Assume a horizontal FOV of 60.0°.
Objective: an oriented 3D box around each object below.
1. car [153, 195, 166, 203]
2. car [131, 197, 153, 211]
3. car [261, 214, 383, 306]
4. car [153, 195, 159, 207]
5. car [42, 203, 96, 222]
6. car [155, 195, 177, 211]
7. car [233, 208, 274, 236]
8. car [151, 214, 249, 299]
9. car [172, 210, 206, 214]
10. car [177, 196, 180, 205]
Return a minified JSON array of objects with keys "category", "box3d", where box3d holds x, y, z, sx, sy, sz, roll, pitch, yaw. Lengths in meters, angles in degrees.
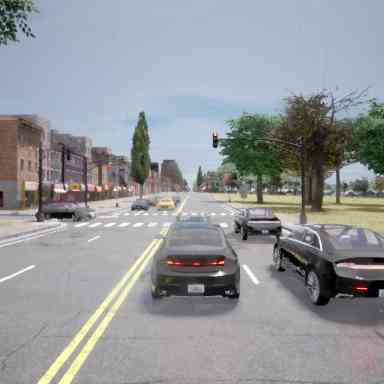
[{"category":"car","box3d":[-6.538,1.416,66.689,2.128,1.511,4.902,0,1,1]},{"category":"car","box3d":[-6.609,1.677,43.124,1.994,1.385,4.181,0,0,0]},{"category":"car","box3d":[3.328,1.515,8.065,2.128,1.511,4.902,0,0,0]},{"category":"car","box3d":[-6.605,1.591,53.489,2.033,1.411,5.357,0,0,0]},{"category":"car","box3d":[-10.109,1.633,27.076,4.902,1.511,2.128,0,0,20]},{"category":"car","box3d":[-3.357,1.588,43.704,1.882,1.535,5.008,0,0,1]},{"category":"car","box3d":[3.294,1.577,17.275,2.128,1.511,4.902,0,0,0]},{"category":"car","box3d":[0.080,1.531,8.506,1.837,1.490,4.892,0,0,0]},{"category":"car","box3d":[0.048,1.690,17.811,1.895,1.301,4.718,0,0,0]},{"category":"car","box3d":[-3.352,1.606,53.617,1.994,1.385,4.181,0,1,0]}]
